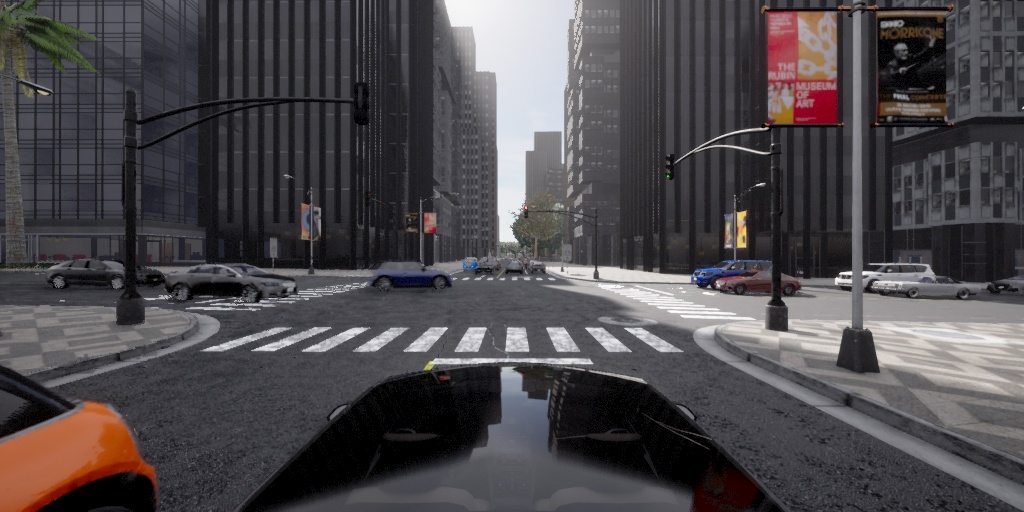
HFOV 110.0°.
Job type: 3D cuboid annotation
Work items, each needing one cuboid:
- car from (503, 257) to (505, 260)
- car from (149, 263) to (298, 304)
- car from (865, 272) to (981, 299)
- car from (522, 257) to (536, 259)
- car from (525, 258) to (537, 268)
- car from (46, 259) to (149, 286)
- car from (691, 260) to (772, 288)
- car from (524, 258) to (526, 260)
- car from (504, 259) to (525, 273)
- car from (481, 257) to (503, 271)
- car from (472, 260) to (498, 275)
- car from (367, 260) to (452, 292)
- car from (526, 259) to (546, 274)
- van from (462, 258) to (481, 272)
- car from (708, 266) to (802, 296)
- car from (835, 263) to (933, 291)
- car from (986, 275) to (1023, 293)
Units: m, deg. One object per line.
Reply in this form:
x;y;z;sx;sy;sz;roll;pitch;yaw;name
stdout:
-2.682;1.270;59.519;1.837;1.490;4.892;0;0;1;car
-11.415;1.056;14.737;4.902;1.511;2.128;1;0;5;car
24.824;1.841;21.660;4.718;1.301;1.895;1;0;0;car
3.152;1.079;58.309;2.192;1.841;5.009;0;0;1;car
3.044;1.285;47.453;1.751;1.417;4.829;0;0;1;car
-20.719;0.911;18.397;4.892;1.490;1.837;1;0;0;car
15.530;1.294;24.943;5.566;2.045;2.150;1;0;0;car
3.097;1.312;52.796;2.007;1.370;4.403;0;0;1;car
0.272;1.322;43.020;1.994;1.385;4.181;0;0;1;car
-2.789;1.113;49.270;2.097;1.767;4.553;0;0;1;car
-2.896;1.358;38.986;1.895;1.301;4.718;0;0;1;car
-5.802;1.041;20.582;4.553;1.767;2.097;1;0;-28;car
2.988;1.308;41.771;2.007;1.370;4.403;0;0;1;car
-5.482;1.101;47.366;1.690;1.789;3.998;0;0;1;van
14.844;1.579;21.701;4.674;1.442;1.812;1;0;0;car
25.887;1.488;24.904;5.566;2.045;2.150;1;0;0;car
35.928;2.022;24.853;4.181;1.385;1.994;1;0;0;car
